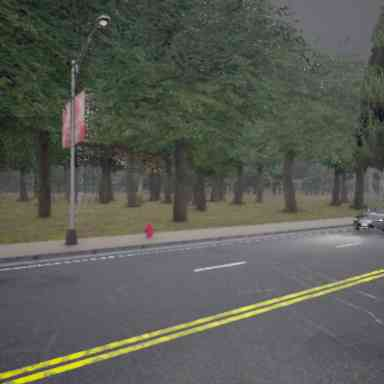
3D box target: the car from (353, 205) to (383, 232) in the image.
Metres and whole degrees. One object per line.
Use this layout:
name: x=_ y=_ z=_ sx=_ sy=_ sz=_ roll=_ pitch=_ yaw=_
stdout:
car: x=11.639 y=1.566 z=20.017 sx=4.902 sy=1.511 sz=2.128 roll=0 pitch=0 yaw=-36
